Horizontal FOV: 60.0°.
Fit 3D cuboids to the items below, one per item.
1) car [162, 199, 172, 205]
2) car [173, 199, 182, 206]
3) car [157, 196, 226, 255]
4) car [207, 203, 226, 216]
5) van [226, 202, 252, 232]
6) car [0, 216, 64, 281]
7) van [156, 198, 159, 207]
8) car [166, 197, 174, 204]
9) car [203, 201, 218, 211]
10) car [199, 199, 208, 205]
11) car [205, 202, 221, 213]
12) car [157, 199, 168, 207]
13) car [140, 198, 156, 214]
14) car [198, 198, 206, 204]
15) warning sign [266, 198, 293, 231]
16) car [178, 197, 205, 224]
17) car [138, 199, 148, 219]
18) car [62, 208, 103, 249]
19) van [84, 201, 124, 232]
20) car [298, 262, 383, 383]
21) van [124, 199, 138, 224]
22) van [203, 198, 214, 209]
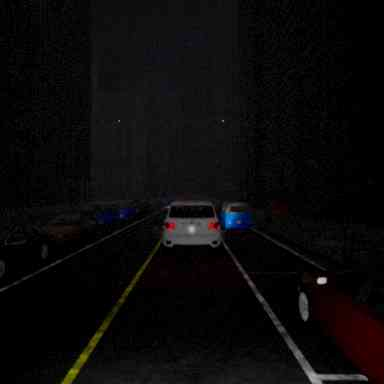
[{"bbox_3d":[-5.813,2.275,77.621,1.947,1.339,4.313,0,-1,0],"label":"car"},{"bbox_3d":[-3.043,2.242,70.961,1.895,1.301,4.718,0,-1,0],"label":"car"},{"bbox_3d":[-0.008,1.346,14.004,2.150,2.045,5.566,0,0,0],"label":"car"},{"bbox_3d":[2.736,1.933,38.145,1.802,1.307,4.206,0,-1,0],"label":"car"},{"bbox_3d":[2.746,1.537,21.226,1.690,1.788,3.998,0,-1,0],"label":"van"},{"bbox_3d":[-5.772,1.643,9.933,2.008,1.369,4.403,0,-1,0],"label":"car"},{"bbox_3d":[-5.803,1.897,60.701,1.690,1.788,3.998,0,-1,0],"label":"van"},{"bbox_3d":[-5.820,2.249,88.903,1.967,1.590,4.097,0,0,0],"label":"car"},{"bbox_3d":[2.730,2.020,49.426,1.947,1.339,4.313,0,-1,0],"label":"car"},{"bbox_3d":[2.712,2.254,77.629,1.887,1.381,4.507,0,-1,0],"label":"car"},{"bbox_3d":[2.733,1.984,43.786,1.802,1.307,4.206,0,-1,0],"label":"car"},{"bbox_3d":[-5.806,2.152,66.340,1.887,1.381,4.507,0,-1,0],"label":"car"},{"bbox_3d":[-5.790,1.666,38.139,2.192,1.841,5.009,0,-1,0],"label":"car"},{"bbox_3d":[2.706,2.360,88.909,2.008,1.369,4.403,0,0,0],"label":"car"},{"bbox_3d":[5.060,1.294,19.368,1.300,1.860,1.060,0,0,0],"label":"warning sign"},{"bbox_3d":[-0.017,1.484,29.019,2.150,2.045,5.566,0,0,0],"label":"car"},{"bbox_3d":[-5.786,1.739,32.496,1.967,1.590,4.097,0,-1,0],"label":"car"},{"bbox_3d":[-5.775,1.668,15.404,1.752,1.417,4.829,0,-1,0],"label":"car"},{"bbox_3d":[-5.779,1.537,21.216,1.690,1.788,3.998,0,-1,0],"label":"van"},{"bbox_3d":[2.757,1.585,4.303,1.887,1.381,4.507,0,-1,0],"label":"car"},{"bbox_3d":[-5.783,1.589,26.857,1.690,1.788,3.998,0,-1,0],"label":"van"},{"bbox_3d":[2.725,1.846,55.069,1.690,1.788,3.998,0,-1,0],"label":"van"}]
